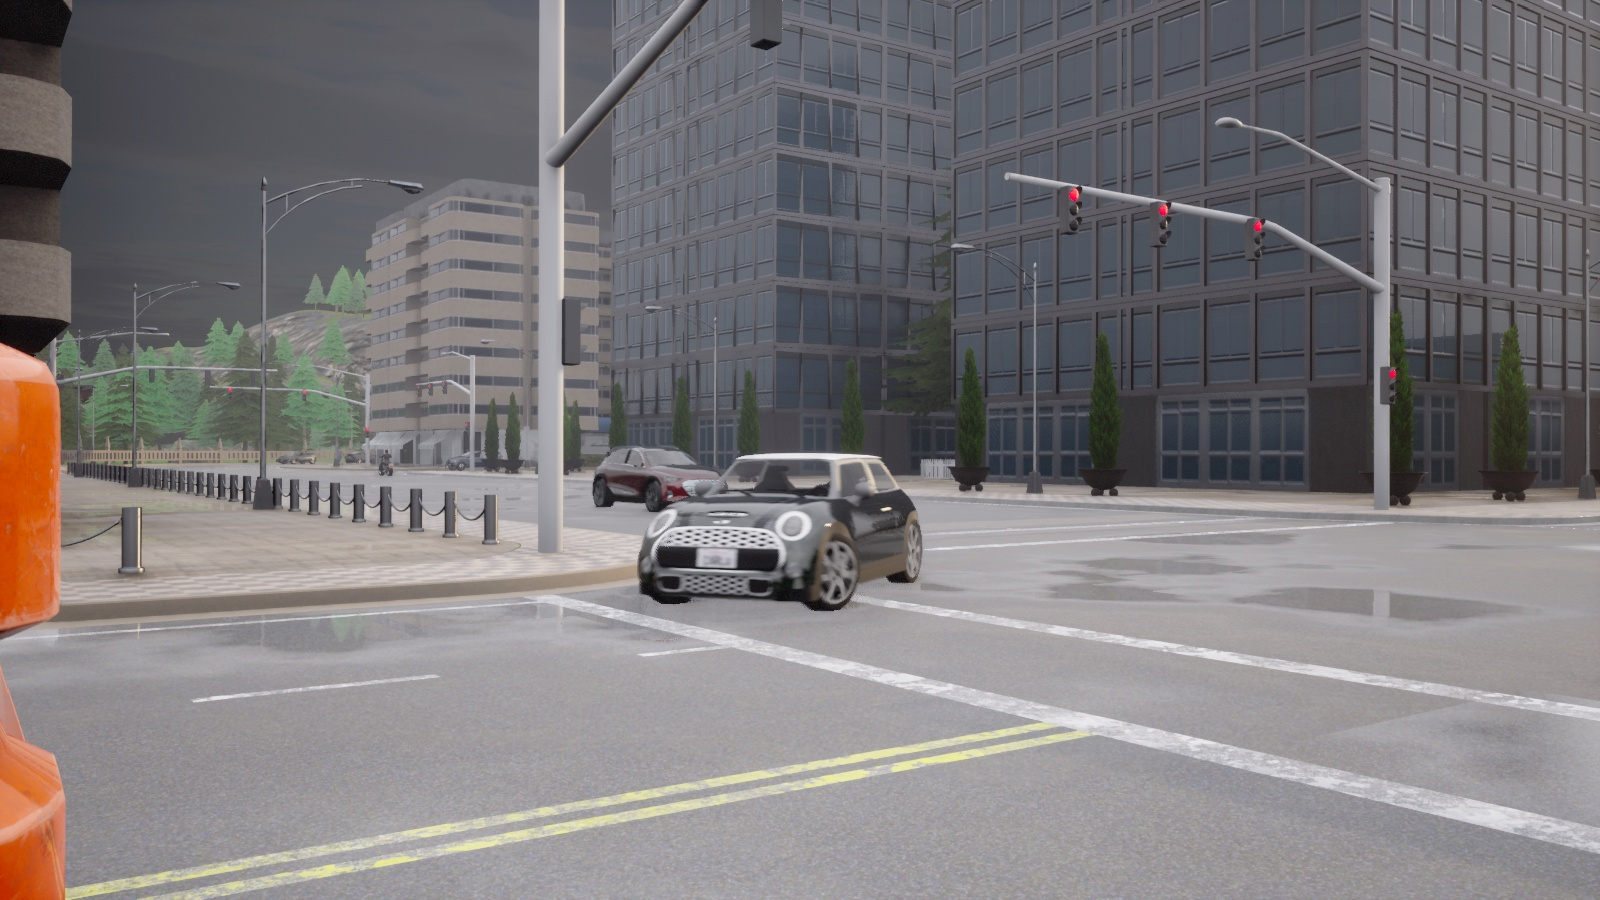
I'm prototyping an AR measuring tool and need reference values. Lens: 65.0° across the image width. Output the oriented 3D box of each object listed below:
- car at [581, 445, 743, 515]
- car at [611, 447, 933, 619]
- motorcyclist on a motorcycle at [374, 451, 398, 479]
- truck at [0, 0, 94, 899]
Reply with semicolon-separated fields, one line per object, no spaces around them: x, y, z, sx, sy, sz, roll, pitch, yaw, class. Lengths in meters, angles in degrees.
-3.587;0.705;31.844;2.033;1.649;4.856;0;0;-35;car
-0.112;0.729;13.083;1.970;1.475;3.806;0;0;23;car
-24.902;0.877;75.473;0.766;1.649;2.350;0;0;-34;motorcyclist on a motorcycle
-4.852;-0.225;0.292;7.936;3.462;2.891;0;0;-35;truck
